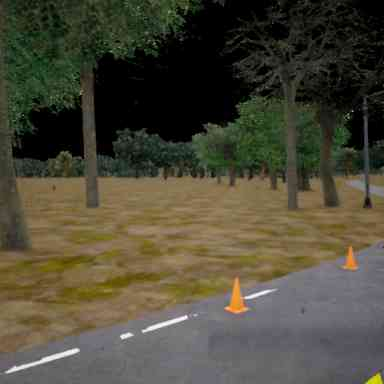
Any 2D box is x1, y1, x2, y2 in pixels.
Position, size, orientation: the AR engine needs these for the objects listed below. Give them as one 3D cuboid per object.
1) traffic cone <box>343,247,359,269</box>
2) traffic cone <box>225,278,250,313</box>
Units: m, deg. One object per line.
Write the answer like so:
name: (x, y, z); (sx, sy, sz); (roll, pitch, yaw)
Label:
traffic cone: (4.525, 1.862, 9.472); (0.340, 0.580, 0.340); (-1, 0, -42)
traffic cone: (0.855, 1.928, 6.306); (0.340, 0.580, 0.340); (-1, 0, -39)
